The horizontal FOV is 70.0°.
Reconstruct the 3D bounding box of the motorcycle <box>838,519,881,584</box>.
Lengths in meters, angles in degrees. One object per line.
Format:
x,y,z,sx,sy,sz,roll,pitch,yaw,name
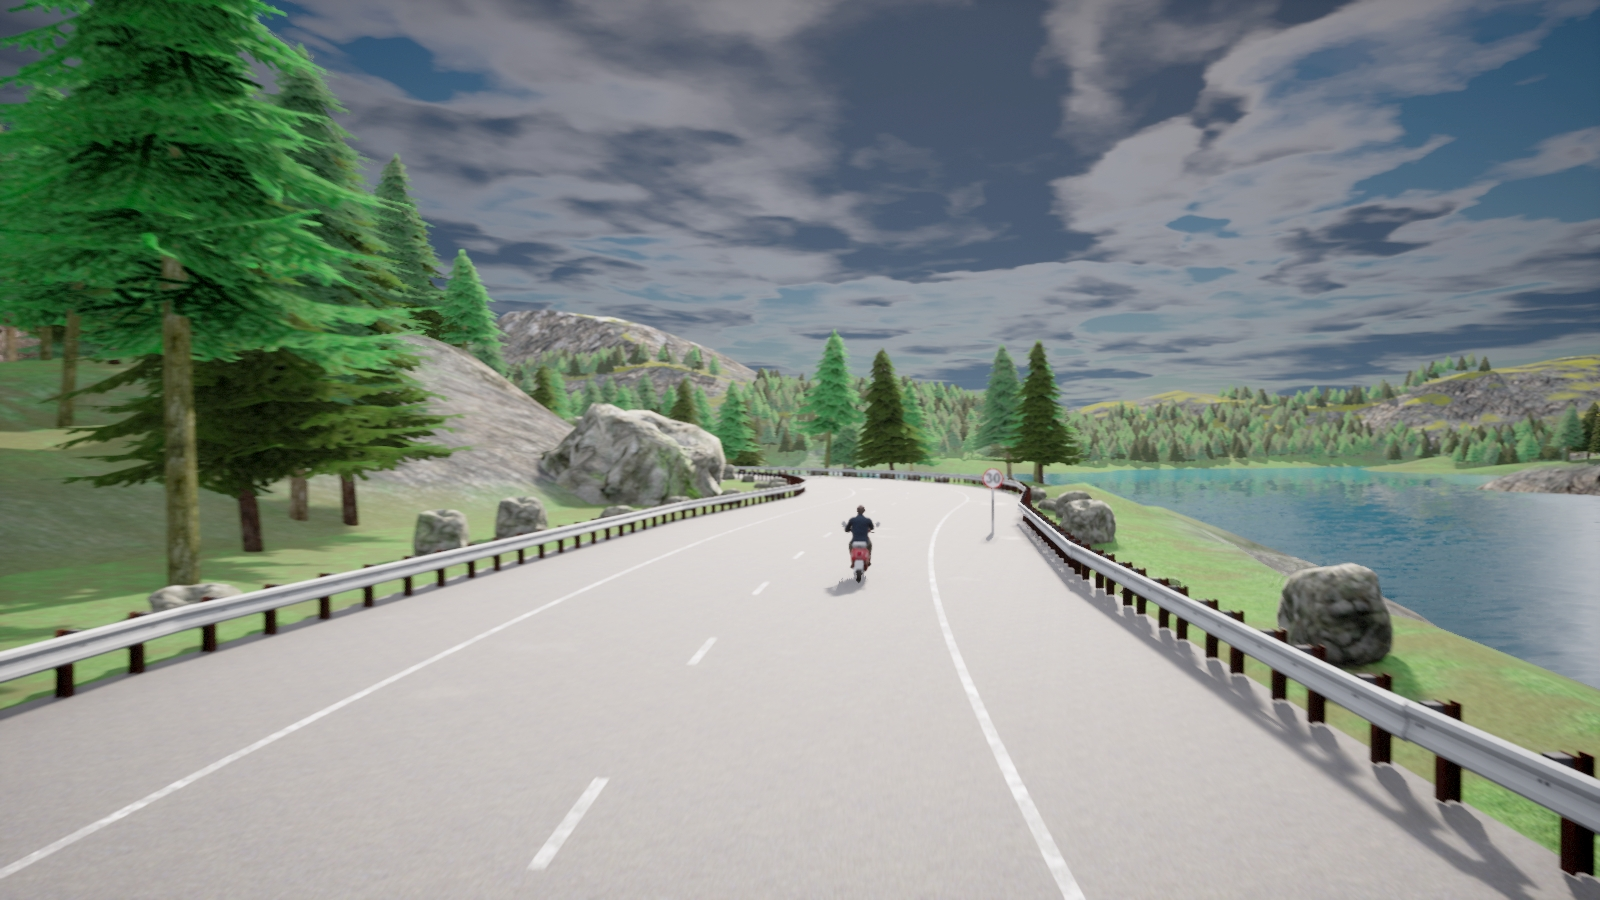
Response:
1.316,2.183,24.908,0.856,1.236,1.805,0,0,5,motorcycle
